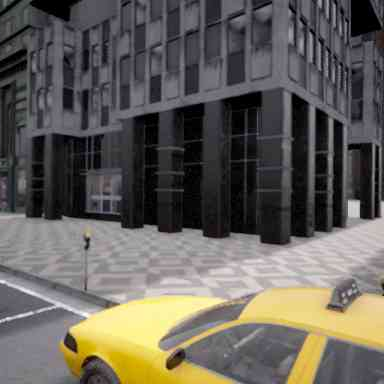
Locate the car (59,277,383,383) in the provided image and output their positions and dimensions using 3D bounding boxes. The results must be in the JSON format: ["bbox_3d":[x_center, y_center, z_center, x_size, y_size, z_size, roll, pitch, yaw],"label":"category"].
[{"bbox_3d":[0.936,1.484,2.743,5.366,1.575,1.801,0,0,39],"label":"car"}]
